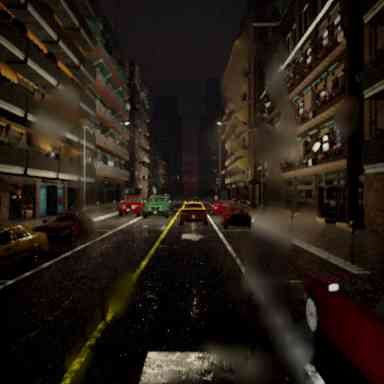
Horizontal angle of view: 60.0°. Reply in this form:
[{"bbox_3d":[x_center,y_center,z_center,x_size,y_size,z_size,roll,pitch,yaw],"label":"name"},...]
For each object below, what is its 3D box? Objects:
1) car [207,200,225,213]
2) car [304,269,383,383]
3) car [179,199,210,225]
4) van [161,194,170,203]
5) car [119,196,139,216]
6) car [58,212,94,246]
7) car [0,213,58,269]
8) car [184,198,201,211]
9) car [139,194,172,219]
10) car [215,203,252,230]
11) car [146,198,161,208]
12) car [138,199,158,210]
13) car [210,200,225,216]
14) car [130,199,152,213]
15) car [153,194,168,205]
[{"bbox_3d":[2.689,1.580,37.901,1.802,1.307,4.206,0,0,0],"label":"car"},{"bbox_3d":[2.693,1.542,3.759,1.887,1.381,4.507,0,0,0],"label":"car"},{"bbox_3d":[0.098,1.472,24.244,1.882,1.535,5.008,0,0,0],"label":"car"},{"bbox_3d":[-5.696,1.389,72.043,1.690,1.788,3.998,0,0,0],"label":"van"},{"bbox_3d":[-5.690,1.311,32.211,2.192,1.841,5.009,0,0,0],"label":"car"},{"bbox_3d":[-5.689,1.576,15.142,1.802,1.307,4.206,0,0,0],"label":"car"},{"bbox_3d":[-5.687,1.521,9.280,1.752,1.417,4.829,0,0,0],"label":"car"},{"bbox_3d":[0.097,1.548,42.155,2.033,1.411,5.357,0,0,0],"label":"car"},{"bbox_3d":[-3.003,1.323,29.848,2.150,2.045,5.566,0,0,0],"label":"car"},{"bbox_3d":[2.691,1.576,20.830,1.802,1.307,4.206,0,0,0],"label":"car"},{"bbox_3d":[-5.693,1.591,49.281,1.802,1.307,4.206,0,0,0],"label":"car"},{"bbox_3d":[-5.692,1.568,43.593,1.947,1.339,4.313,0,0,0],"label":"car"},{"bbox_3d":[2.690,1.577,32.211,1.802,1.307,4.206,0,0,0],"label":"car"},{"bbox_3d":[-5.691,1.523,37.732,1.752,1.417,4.829,0,0,0],"label":"car"},{"bbox_3d":[-5.695,1.342,60.661,2.192,1.841,5.009,0,0,0],"label":"car"}]
